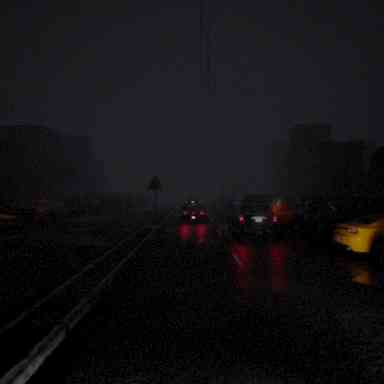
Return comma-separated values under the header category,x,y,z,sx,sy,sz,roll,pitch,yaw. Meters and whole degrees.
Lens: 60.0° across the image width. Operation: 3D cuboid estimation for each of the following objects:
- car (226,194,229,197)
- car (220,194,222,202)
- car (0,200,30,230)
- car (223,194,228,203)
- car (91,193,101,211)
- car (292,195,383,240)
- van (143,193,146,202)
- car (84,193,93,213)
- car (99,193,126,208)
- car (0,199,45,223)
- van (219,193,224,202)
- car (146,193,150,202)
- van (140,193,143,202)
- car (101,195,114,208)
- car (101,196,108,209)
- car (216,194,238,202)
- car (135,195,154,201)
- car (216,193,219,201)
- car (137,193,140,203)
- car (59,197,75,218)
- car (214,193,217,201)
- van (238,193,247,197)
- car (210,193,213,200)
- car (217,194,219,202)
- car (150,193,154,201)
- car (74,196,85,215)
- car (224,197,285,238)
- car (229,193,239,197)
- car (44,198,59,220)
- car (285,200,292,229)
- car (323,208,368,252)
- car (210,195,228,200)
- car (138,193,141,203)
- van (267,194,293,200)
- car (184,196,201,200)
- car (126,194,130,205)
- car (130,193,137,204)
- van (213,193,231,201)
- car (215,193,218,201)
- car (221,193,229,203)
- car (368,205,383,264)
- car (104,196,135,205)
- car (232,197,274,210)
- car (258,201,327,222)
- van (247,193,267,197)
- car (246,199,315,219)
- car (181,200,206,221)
category,x,y,z,sx,sy,sz,roll,pitch,yaw
car,7.669,1.458,47.701,4.792,1.488,2.163,0,0,0
car,7.636,1.483,55.973,4.674,1.452,2.002,0,0,0
car,-12.397,1.417,18.638,5.366,1.575,1.946,0,0,0
car,7.633,1.433,50.459,4.892,1.521,2.231,0,0,0
car,-12.538,1.275,35.312,4.553,1.767,2.185,0,0,0
car,7.668,1.209,14.613,5.566,2.045,2.435,0,0,0
van,-12.427,1.250,68.659,4.442,1.987,1.878,0,0,0
car,-12.540,1.275,32.532,4.553,1.767,2.185,0,0,0
car,-12.532,1.155,46.429,5.566,2.045,2.435,0,0,0
car,-12.574,1.415,21.417,5.008,1.535,2.097,0,0,0
van,7.522,1.224,58.607,4.442,1.987,1.878,0,0,0
car,-12.569,1.239,71.440,5.566,2.045,2.435,0,0,0
van,-12.662,1.238,65.882,4.442,1.987,1.878,0,0,0
car,-12.559,1.403,40.870,4.892,1.521,2.231,0,0,0
car,-12.564,1.440,38.092,4.674,1.452,2.002,0,0,0
car,7.608,1.376,72.515,4.553,1.767,2.185,0,0,0
car,-12.535,1.594,88.113,4.892,1.521,2.231,0,0,0
car,7.633,1.469,64.243,4.892,1.521,2.231,0,0,0
car,-12.520,1.471,60.322,4.792,1.488,2.163,0,0,0
car,-12.571,1.407,26.977,5.008,1.535,2.097,0,0,0
car,7.633,1.491,69.758,4.892,1.521,2.231,0,0,0
van,7.756,1.199,36.672,4.442,1.987,1.878,0,0,0
car,7.644,1.546,80.786,5.008,1.535,2.097,0,0,0
car,7.633,1.459,61.487,4.892,1.521,2.231,0,0,0
car,-12.506,1.286,79.652,5.566,2.045,2.435,0,0,0
car,-12.579,1.405,29.754,4.892,1.521,2.231,0,0,0
car,3.099,1.326,17.560,2.097,1.767,4.553,0,0,0
car,7.668,1.172,39.431,5.566,2.045,2.435,0,0,0
car,-12.609,1.285,24.196,4.553,1.767,2.185,0,0,0
car,7.645,1.448,20.129,5.008,1.535,2.097,0,0,0
car,7.635,1.465,11.731,5.008,1.535,2.097,0,0,0
car,7.645,1.632,94.572,4.892,1.521,2.231,0,0,0
car,-12.545,1.491,62.977,4.674,1.452,2.002,0,0,0
van,7.756,1.216,22.887,4.442,1.987,1.878,0,0,0
car,0.099,1.295,42.097,2.097,1.767,4.553,0,0,0
car,-12.373,1.409,49.207,5.366,1.575,1.946,0,0,0
car,-12.526,1.173,54.764,5.566,2.045,2.435,0,0,0
van,7.522,1.337,83.545,4.442,1.987,1.878,0,0,0
car,7.633,1.479,67.000,4.892,1.521,2.231,0,0,0
car,7.825,1.434,53.215,5.366,1.575,1.946,0,0,0
car,7.671,1.345,8.974,4.553,1.767,2.185,0,0,0
car,-12.545,1.434,57.544,4.892,1.521,2.231,0,0,0
car,7.645,1.424,42.186,5.008,1.535,2.097,0,0,0
car,7.637,1.477,25.644,4.674,1.452,2.002,0,0,0
van,7.756,1.203,31.160,4.442,1.987,1.878,0,0,0
car,7.454,1.430,28.401,5.366,1.575,1.946,0,0,0
car,0.100,1.556,26.400,1.895,1.301,4.718,0,0,0
